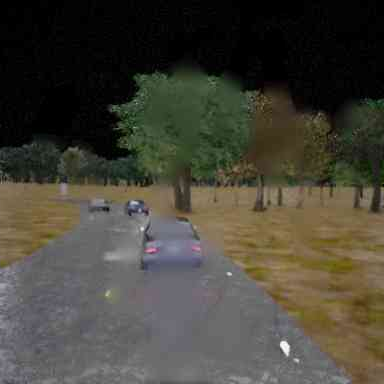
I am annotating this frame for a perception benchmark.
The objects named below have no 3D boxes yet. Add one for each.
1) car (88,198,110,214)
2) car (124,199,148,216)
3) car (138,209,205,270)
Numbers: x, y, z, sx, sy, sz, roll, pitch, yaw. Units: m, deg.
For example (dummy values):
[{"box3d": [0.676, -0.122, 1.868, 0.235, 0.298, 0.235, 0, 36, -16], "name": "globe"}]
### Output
[{"box3d": [-9.650, 1.335, 34.466, 1.882, 1.535, 5.008, 0, 1, -20], "name": "car"}, {"box3d": [-5.318, 1.425, 31.567, 1.812, 1.442, 4.674, 0, 0, -18], "name": "car"}, {"box3d": [-0.744, 1.546, 11.143, 2.033, 1.411, 5.357, -1, 1, -6], "name": "car"}]
